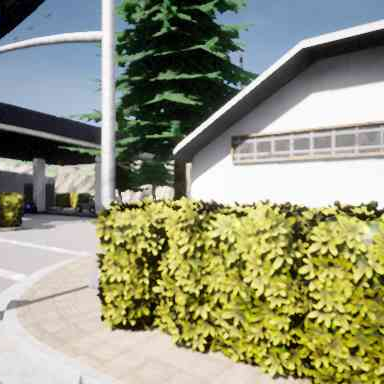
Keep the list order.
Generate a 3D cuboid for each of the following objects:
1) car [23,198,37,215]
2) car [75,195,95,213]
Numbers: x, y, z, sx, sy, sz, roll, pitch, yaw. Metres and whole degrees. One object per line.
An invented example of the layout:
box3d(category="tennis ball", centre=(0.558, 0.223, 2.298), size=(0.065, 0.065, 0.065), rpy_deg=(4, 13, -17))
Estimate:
box3d(category="car", centre=(-17.492, 1.468, 33.198), size=(4.611, 1.667, 2.242), rpy_deg=(0, 0, 35))
box3d(category="car", centre=(-10.686, 1.302, 35.330), size=(3.866, 1.878, 1.905), rpy_deg=(0, 0, 35))
